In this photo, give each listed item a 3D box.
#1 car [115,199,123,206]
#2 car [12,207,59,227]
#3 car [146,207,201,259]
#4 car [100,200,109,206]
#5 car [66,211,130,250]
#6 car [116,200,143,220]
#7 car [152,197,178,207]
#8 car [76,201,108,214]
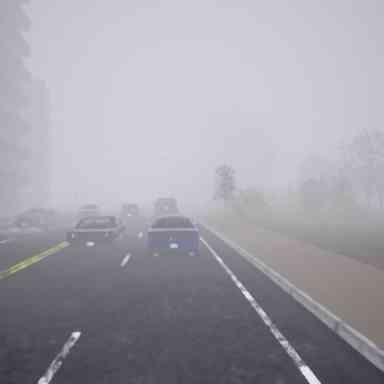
[{"bbox_3d":[-15.756,2.246,72.674,1.812,1.442,4.674,0,0,-11],"label":"car"},{"bbox_3d":[-11.853,1.850,25.640,2.033,1.411,5.357,0,-1,-5],"label":"car"},{"bbox_3d":[-0.771,1.610,13.253,1.882,1.535,5.008,0,0,-4],"label":"car"},{"bbox_3d":[-18.353,2.312,69.122,1.895,1.301,4.718,0,0,-11],"label":"car"},{"bbox_3d":[-4.187,1.770,15.350,1.895,1.301,4.718,0,-1,-4],"label":"car"},{"bbox_3d":[-5.883,1.838,32.154,1.837,1.490,4.892,0,-1,-7],"label":"car"},{"bbox_3d":[-2.488,1.527,31.146,2.150,2.045,5.566,0,-1,-6],"label":"car"},{"bbox_3d":[-9.057,1.834,29.807,1.837,1.490,4.892,0,-1,-7],"label":"car"}]
